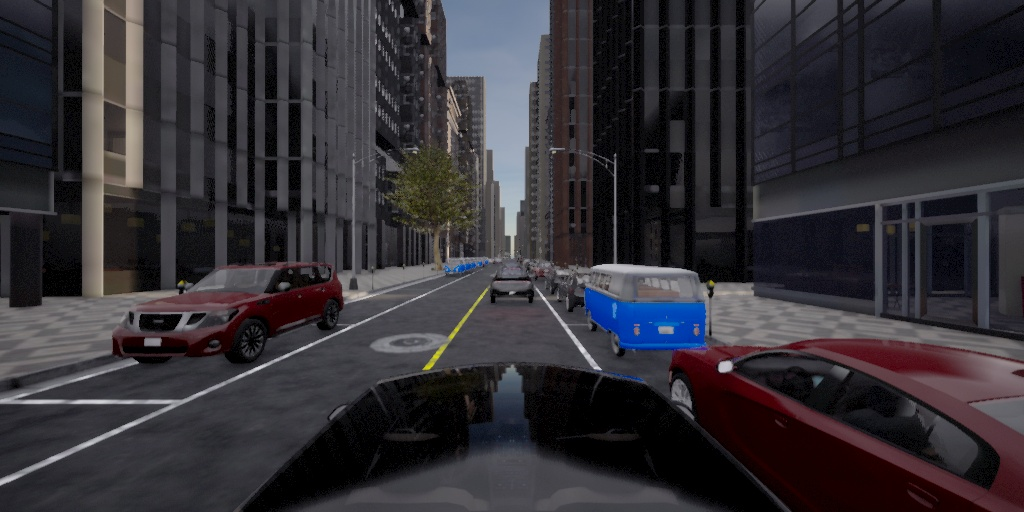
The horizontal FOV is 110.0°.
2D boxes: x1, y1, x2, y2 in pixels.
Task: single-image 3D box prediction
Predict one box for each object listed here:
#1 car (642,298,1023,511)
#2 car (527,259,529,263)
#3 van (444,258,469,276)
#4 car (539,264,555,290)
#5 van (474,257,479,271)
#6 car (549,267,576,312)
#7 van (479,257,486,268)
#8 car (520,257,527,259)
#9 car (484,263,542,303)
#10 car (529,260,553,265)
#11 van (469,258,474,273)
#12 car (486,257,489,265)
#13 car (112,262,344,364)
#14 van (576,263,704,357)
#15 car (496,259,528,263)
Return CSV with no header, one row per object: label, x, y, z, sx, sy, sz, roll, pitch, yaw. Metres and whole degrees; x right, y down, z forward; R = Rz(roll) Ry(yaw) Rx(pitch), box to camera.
car,2.763,1.293,2.649,1.888,1.381,4.507,0,0,0
car,2.763,1.281,36.531,1.751,1.417,4.829,0,0,0
van,-5.762,1.097,36.355,1.690,1.789,3.998,0,0,0
car,2.763,1.301,19.505,2.007,1.370,4.403,0,0,0
van,-5.762,1.103,47.591,1.690,1.789,3.998,0,0,0
car,2.763,1.300,13.886,2.007,1.370,4.403,0,0,0
van,-5.762,1.110,58.828,1.690,1.789,3.998,0,0,0
car,2.763,1.299,64.624,1.751,1.417,4.829,0,0,0
car,0.000,1.246,16.500,2.128,1.511,4.902,0,0,0
car,2.763,1.193,30.742,1.967,1.591,4.097,0,0,0
van,-5.762,1.099,41.973,1.690,1.789,3.998,0,0,0
car,-5.762,1.318,64.446,1.888,1.381,4.507,0,0,0
car,-5.762,1.063,8.263,2.192,1.841,5.009,0,0,0
van,2.763,1.089,8.267,1.690,1.789,3.998,0,0,0
car,0.000,1.250,31.500,2.128,1.511,4.902,0,0,0
